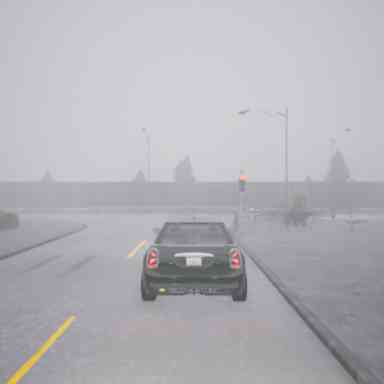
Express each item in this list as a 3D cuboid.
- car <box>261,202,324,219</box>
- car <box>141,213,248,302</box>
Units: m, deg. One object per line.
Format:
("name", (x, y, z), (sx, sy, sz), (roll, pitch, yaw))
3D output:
("car", (8.143, 1.466, 27.037), (4.718, 1.301, 1.895), (0, 0, -3))
("car", (0.056, 1.310, 8.356), (2.097, 1.767, 4.553), (0, 0, 1))
